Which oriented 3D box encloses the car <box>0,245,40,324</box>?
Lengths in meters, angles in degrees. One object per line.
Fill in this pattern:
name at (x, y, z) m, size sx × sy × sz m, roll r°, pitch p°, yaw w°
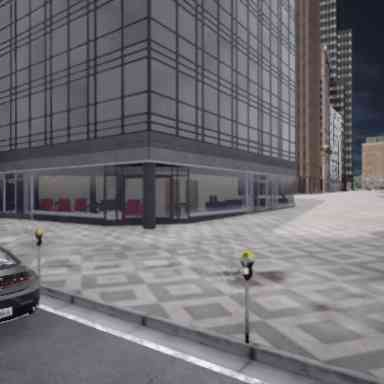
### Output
car at (-4.592, 1.588, 6.237) m, size 4.403 × 1.369 × 2.008 m, roll 0°, pitch 0°, yaw 36°
